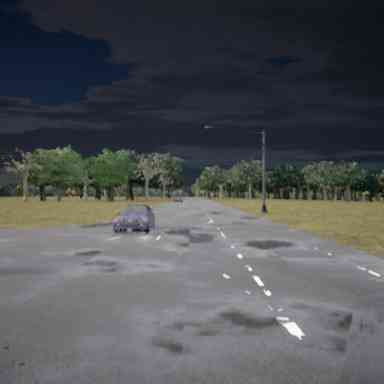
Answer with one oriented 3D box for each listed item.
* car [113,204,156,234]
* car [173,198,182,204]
[{"bbox_3d":[-3.495,1.572,20.880,2.097,1.767,4.553,0,-1,0],"label":"car"},{"bbox_3d":[-3.317,2.081,78.035,2.033,1.411,5.357,0,0,4],"label":"car"}]
